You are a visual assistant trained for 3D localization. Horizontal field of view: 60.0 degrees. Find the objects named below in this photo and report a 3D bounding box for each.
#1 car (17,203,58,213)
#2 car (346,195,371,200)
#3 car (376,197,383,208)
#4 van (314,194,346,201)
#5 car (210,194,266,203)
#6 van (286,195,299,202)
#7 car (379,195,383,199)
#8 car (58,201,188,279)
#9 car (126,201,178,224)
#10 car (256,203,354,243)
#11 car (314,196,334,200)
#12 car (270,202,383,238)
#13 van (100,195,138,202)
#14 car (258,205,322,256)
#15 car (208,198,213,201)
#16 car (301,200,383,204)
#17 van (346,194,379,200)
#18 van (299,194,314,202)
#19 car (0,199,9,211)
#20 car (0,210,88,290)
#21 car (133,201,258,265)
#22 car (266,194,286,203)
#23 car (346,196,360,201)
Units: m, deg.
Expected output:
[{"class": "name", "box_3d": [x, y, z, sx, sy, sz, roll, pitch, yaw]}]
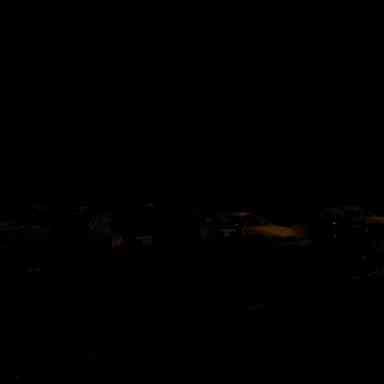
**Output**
[{"class": "car", "box_3d": [-9.893, 1.472, 21.217, 2.097, 1.535, 5.008, 0, 0, -35]}, {"class": "car", "box_3d": [19.331, 1.538, 42.032, 2.163, 1.488, 4.792, 1, 0, -35]}, {"class": "car", "box_3d": [30.845, 1.625, 49.953, 1.946, 1.575, 5.366, 1, 0, -35]}, {"class": "van", "box_3d": [15.017, 1.263, 38.797, 1.878, 1.987, 4.442, 0, 0, -36]}, {"class": "car", "box_3d": [3.669, 1.229, 30.829, 2.435, 2.045, 5.566, 0, 0, -35]}, {"class": "van", "box_3d": [8.235, 1.257, 33.966, 1.878, 1.987, 4.442, 0, 0, -35]}, {"class": "car", "box_3d": [23.982, 1.582, 45.267, 2.163, 1.488, 4.792, 1, 0, -35]}, {"class": "car", "box_3d": [-2.403, 1.347, 10.462, 2.185, 1.767, 4.553, 0, 0, -35]}, {"class": "car", "box_3d": [-3.226, 1.516, 25.966, 2.002, 1.452, 4.674, 0, 0, -35]}, {"class": "car", "box_3d": [4.371, 1.478, 15.308, 2.231, 1.521, 4.892, 0, 0, -35]}, {"class": "car", "box_3d": [12.680, 1.485, 37.275, 2.097, 1.535, 5.008, 0, 0, -35]}, {"class": "car", "box_3d": [6.626, 1.479, 16.926, 2.231, 1.521, 4.892, 0, 0, -35]}, {"class": "van", "box_3d": [-5.550, 1.249, 24.454, 1.878, 1.987, 4.442, 0, 0, -35]}, {"class": "car", "box_3d": [2.212, 1.473, 13.553, 1.946, 1.575, 5.366, 0, 0, -35]}, {"class": "car", "box_3d": [-0.861, 1.477, 27.637, 2.097, 1.535, 5.008, 0, 0, -35]}, {"class": "car", "box_3d": [9.000, 1.476, 18.378, 1.946, 1.575, 5.366, 0, 0, -35]}, {"class": "van", "box_3d": [21.540, 1.302, 43.710, 1.878, 1.987, 4.442, 1, 0, -35]}, {"class": "van", "box_3d": [10.358, 1.258, 35.761, 1.878, 1.987, 4.442, 0, 0, -35]}, {"class": "car", "box_3d": [-12.239, 1.220, 19.521, 2.435, 2.045, 5.566, 0, 0, -35]}, {"class": "car", "box_3d": [-4.681, 1.472, 8.875, 2.097, 1.535, 5.008, 0, 0, -35]}, {"class": "car", "box_3d": [-0.140, 1.349, 12.070, 2.185, 1.767, 4.553, 0, 0, -35]}, {"class": "car", "box_3d": [5.926, 1.230, 32.434, 2.435, 2.045, 5.566, 0, 0, -35]}, {"class": "car", "box_3d": [17.180, 1.526, 40.503, 2.163, 1.488, 4.792, 0, 0, -35]}]
